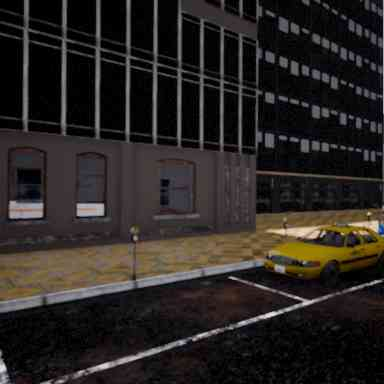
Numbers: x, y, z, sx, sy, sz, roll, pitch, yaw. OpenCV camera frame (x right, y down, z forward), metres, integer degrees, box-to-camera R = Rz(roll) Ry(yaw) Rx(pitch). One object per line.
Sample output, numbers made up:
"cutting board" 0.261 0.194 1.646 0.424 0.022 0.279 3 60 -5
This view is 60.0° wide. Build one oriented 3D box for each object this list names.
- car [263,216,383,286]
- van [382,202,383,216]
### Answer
"car" 4.099 1.563 9.497 4.829 1.417 1.752 0 0 -36
"van" 8.743 1.403 12.820 3.998 1.788 1.690 0 0 -36
